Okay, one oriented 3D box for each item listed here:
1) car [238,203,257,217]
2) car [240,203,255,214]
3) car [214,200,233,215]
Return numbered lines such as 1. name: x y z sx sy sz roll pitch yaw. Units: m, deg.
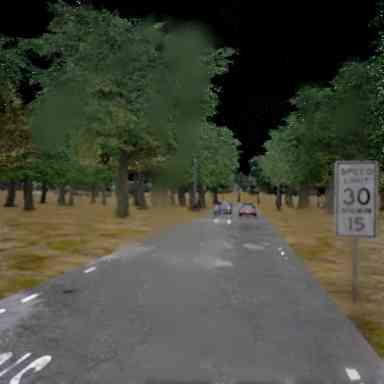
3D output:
1. car: 6.310 2.073 37.693 1.994 1.385 4.181 0 -1 10
2. car: 7.969 2.254 47.516 2.033 1.411 5.357 0 -1 10
3. car: 4.029 1.931 42.306 2.097 1.767 4.553 0 -1 10
